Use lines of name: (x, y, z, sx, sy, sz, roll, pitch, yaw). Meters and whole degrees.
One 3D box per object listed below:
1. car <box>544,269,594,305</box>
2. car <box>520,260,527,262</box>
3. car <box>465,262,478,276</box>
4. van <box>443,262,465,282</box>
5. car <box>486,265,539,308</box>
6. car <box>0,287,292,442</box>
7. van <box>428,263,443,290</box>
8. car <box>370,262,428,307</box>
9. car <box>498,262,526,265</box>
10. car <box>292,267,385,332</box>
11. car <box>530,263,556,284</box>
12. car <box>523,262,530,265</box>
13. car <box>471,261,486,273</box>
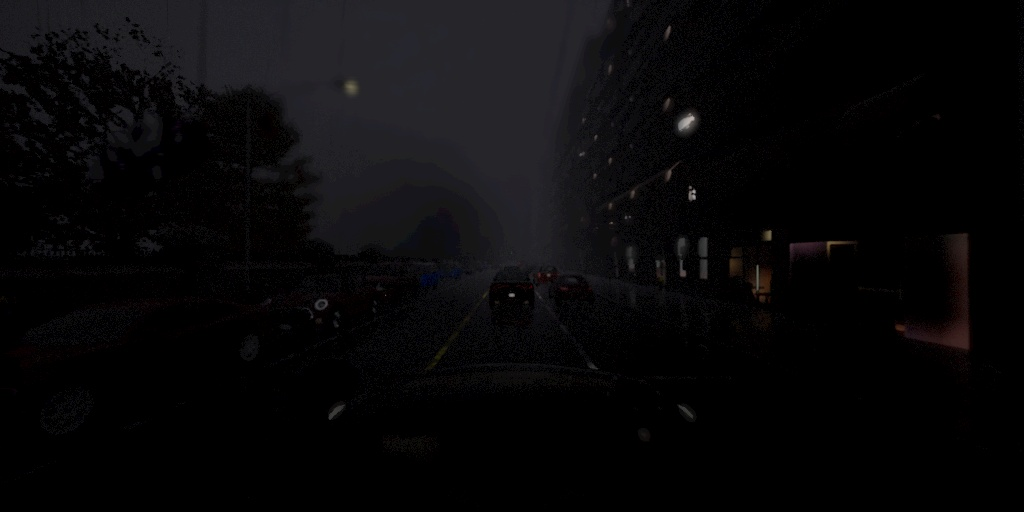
car: (2.684, 1.489, 16.649, 1.802, 1.307, 4.207, 0, 0, 0)
car: (2.668, 1.779, 56.058, 1.967, 1.591, 4.097, 0, 0, 0)
car: (-5.708, 1.779, 44.796, 1.948, 1.339, 4.313, 0, 0, 0)
van: (-5.703, 1.430, 33.536, 1.690, 1.789, 3.998, 0, 0, 0)
car: (-0.002, 1.381, 16.335, 1.882, 1.535, 5.008, 0, 0, 0)
car: (-5.691, 1.331, 5.387, 1.888, 1.381, 4.507, 0, 0, 0)
van: (-5.698, 1.308, 22.276, 1.690, 1.789, 3.998, 0, 0, 0)
car: (-5.696, 1.221, 16.645, 2.192, 1.841, 5.009, 0, 0, 0)
car: (-0.009, 1.572, 31.157, 1.837, 1.490, 4.892, 0, 0, 0)
car: (-5.693, 1.285, 11.015, 1.967, 1.591, 4.097, 0, 0, 0)
car: (2.680, 1.468, 27.910, 1.967, 1.591, 4.097, 0, 0, 0)
car: (2.672, 1.779, 44.800, 1.948, 1.339, 4.313, 0, 0, 0)
car: (-5.712, 1.654, 56.055, 2.192, 1.841, 5.009, 0, 0, 0)
